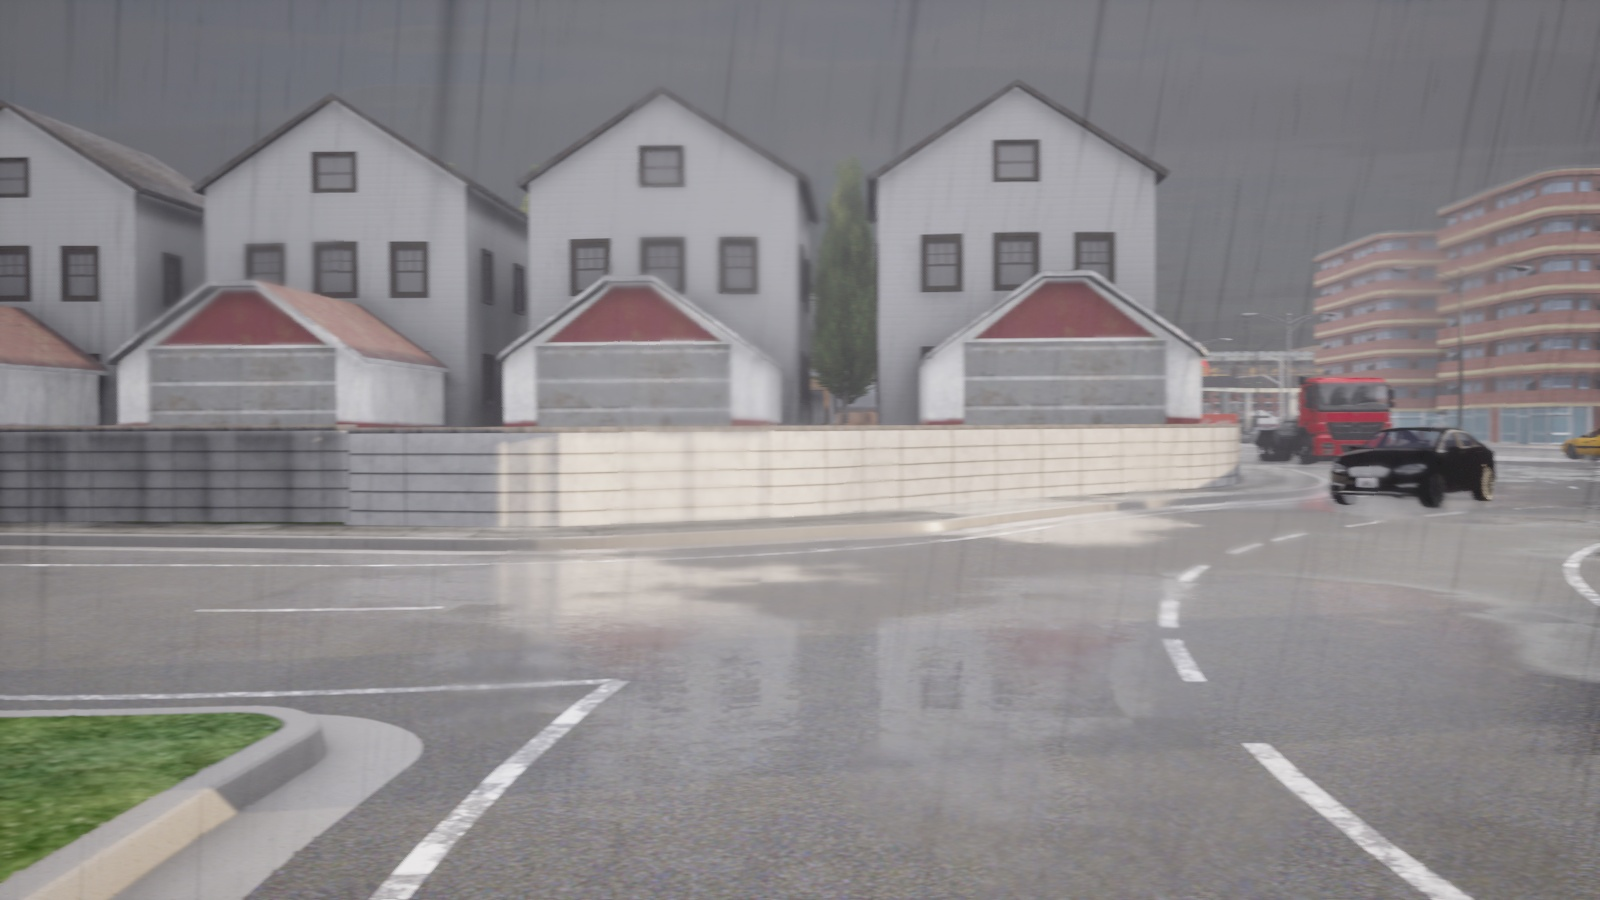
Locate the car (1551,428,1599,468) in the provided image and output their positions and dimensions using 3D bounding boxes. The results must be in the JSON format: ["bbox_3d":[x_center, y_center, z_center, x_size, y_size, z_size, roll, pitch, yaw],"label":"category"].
[{"bbox_3d":[32.266,-0.084,49.894,1.801,1.575,5.366,0,1,3],"label":"car"}]

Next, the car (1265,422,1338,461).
[{"bbox_3d":[24.849,-0.461,62.386,1.932,1.855,4.605,0,1,3],"label":"car"}]

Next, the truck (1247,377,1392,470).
[{"bbox_3d":[20.805,-1.055,50.877,2.891,3.462,7.936,0,1,3],"label":"truck"}]

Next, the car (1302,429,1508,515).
[{"bbox_3d":[12.003,0.349,24.762,4.902,1.511,2.128,-1,2,-45],"label":"car"}]
